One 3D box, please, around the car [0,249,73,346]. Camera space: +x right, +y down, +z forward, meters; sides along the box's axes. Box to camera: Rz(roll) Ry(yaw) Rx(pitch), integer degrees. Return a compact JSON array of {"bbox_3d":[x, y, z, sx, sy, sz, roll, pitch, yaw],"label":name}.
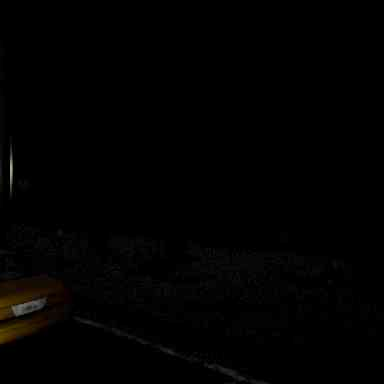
[{"bbox_3d":[-4.094,1.542,5.885,4.829,1.417,1.752,0,0,36],"label":"car"}]
